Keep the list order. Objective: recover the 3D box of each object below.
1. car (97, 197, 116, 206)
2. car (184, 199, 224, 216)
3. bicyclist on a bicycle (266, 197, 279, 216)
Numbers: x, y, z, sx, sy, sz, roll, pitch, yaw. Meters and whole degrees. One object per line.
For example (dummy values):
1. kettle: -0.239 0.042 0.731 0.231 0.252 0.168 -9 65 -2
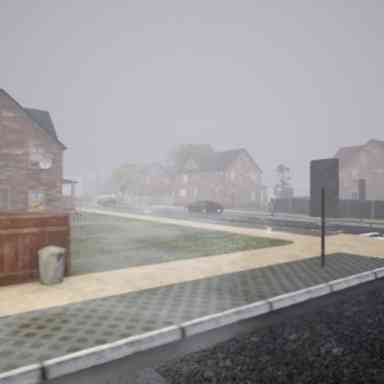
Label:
1. car: -13.783 1.507 53.453 2.128 1.511 4.902 1 0 -36
2. car: 1.084 1.476 32.916 1.837 1.490 4.892 1 0 -36
3. bicyclist on a bicycle: 7.162 1.302 29.495 1.656 1.620 0.582 0 0 -36
